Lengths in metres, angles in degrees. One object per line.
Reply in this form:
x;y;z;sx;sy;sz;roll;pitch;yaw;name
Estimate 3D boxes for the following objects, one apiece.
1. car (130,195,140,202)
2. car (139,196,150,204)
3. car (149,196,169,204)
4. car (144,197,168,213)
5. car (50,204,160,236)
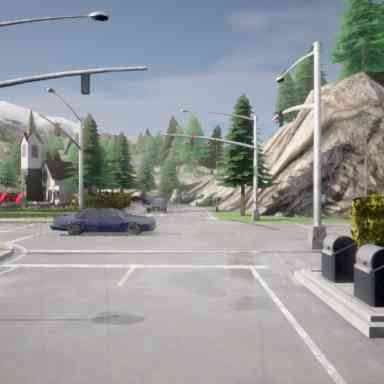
-12.355;1.432;73.210;5.008;1.535;1.882;0;0;42;car
-7.124;1.505;56.451;1.837;1.490;4.892;0;0;-20;car
-6.488;1.547;64.656;2.033;1.411;5.357;0;0;-27;car
-3.762;1.563;36.484;1.994;1.385;4.181;0;0;-2;car
-4.619;1.547;17.739;5.357;1.411;2.033;0;0;-1;car
